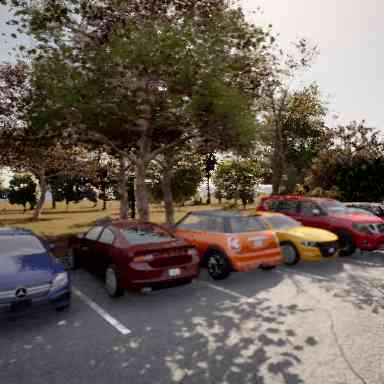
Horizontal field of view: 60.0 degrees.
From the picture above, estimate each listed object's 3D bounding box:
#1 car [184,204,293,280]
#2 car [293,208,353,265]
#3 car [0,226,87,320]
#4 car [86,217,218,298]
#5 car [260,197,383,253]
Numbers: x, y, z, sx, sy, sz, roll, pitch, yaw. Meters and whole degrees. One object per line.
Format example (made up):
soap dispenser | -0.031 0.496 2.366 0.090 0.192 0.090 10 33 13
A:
car | 0.498 1.354 10.374 2.185 1.767 4.553 0 0 -35
car | 2.745 1.477 12.020 2.097 1.535 5.008 0 0 -35
car | -4.057 1.521 7.169 2.002 1.452 4.674 0 0 -35
car | -1.785 1.480 8.779 2.097 1.535 5.008 0 0 -35
car | 5.033 1.224 13.611 2.435 2.045 5.566 0 0 -36
